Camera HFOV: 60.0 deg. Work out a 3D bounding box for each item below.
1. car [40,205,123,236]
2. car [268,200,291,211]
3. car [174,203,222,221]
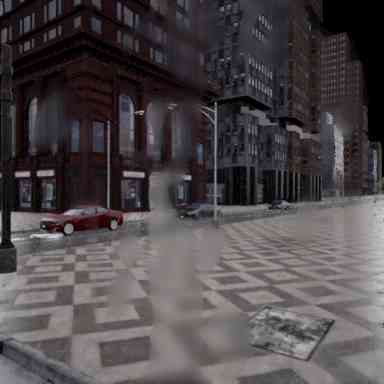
[{"bbox_3d":[-6.307,1.546,19.479,1.882,1.535,5.008,0,0,36],"label":"car"},{"bbox_3d":[11.859,1.777,44.933,1.994,1.385,4.181,0,0,36],"label":"car"},{"bbox_3d":[0.700,1.671,29.334,2.033,1.411,5.357,0,0,35],"label":"car"}]
